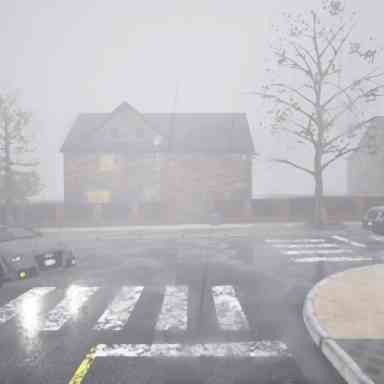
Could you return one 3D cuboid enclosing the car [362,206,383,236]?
[{"bbox_3d":[10.237,0.906,13.971,5.566,2.045,2.150,-1,1,0],"label":"car"}]

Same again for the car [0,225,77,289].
[{"bbox_3d":[-5.201,1.636,9.149,4.181,1.385,1.994,-3,-1,30],"label":"car"}]
